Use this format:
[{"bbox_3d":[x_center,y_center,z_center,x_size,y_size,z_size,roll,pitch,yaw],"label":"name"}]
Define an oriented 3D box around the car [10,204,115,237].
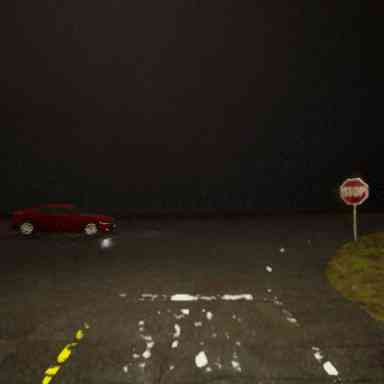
[{"bbox_3d":[-6.413,1.374,16.798,5.008,1.535,1.882,1,-1,0],"label":"car"}]
